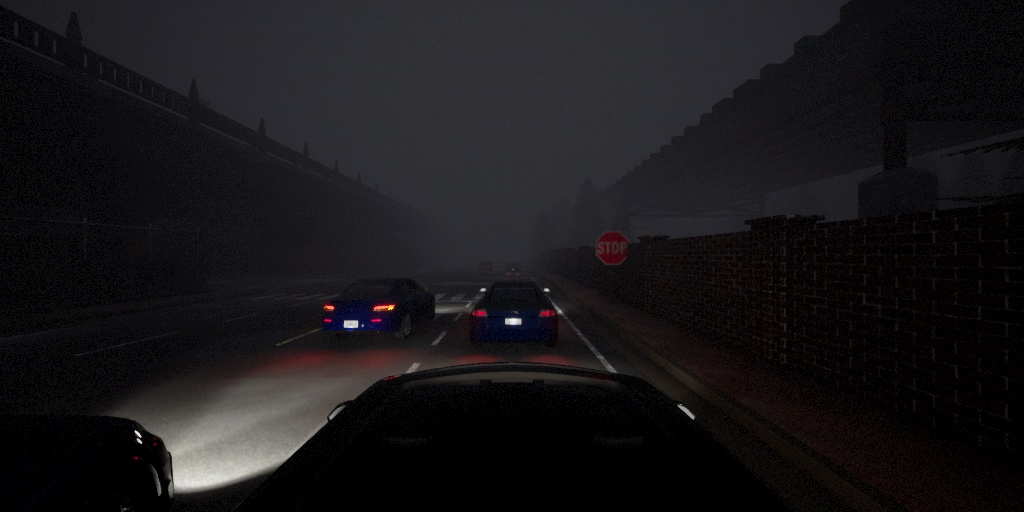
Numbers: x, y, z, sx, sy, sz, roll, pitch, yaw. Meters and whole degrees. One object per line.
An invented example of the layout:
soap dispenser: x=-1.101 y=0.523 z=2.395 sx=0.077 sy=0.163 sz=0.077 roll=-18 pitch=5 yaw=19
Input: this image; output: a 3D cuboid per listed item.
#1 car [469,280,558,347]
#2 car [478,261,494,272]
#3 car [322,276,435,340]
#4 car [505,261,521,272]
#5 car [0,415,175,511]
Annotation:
car: x=0.071 y=1.314 z=9.364 sx=1.994 sy=1.385 sz=4.181 roll=0 pitch=0 yaw=1
car: x=-3.384 y=1.297 z=46.002 sx=2.033 sy=1.411 sz=5.357 roll=0 pitch=0 yaw=-1
car: x=-3.411 y=1.276 z=9.887 sx=1.812 sy=1.442 sz=4.674 roll=0 pitch=0 yaw=0
car: x=0.111 y=1.351 z=46.174 sx=1.895 sy=1.301 sz=4.718 roll=0 pitch=0 yaw=-1
car: x=-3.399 y=1.314 z=0.791 sx=1.994 sy=1.385 sz=4.181 roll=0 pitch=0 yaw=0
